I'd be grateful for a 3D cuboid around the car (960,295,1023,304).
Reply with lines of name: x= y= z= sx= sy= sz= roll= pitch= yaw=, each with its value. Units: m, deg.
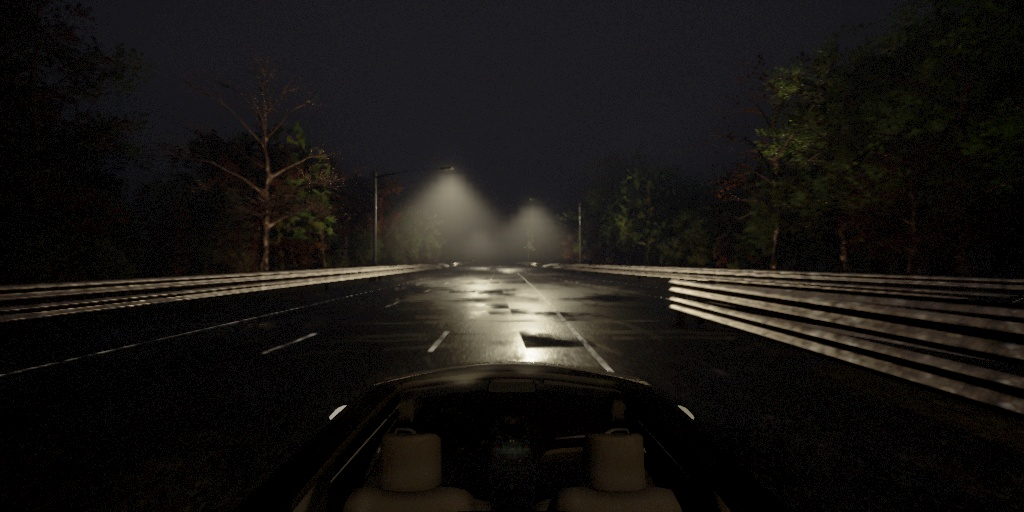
car: x=12.163 y=1.285 z=7.302 sx=2.033 sy=1.649 sz=4.856 roll=0 pitch=-1 yaw=-12
